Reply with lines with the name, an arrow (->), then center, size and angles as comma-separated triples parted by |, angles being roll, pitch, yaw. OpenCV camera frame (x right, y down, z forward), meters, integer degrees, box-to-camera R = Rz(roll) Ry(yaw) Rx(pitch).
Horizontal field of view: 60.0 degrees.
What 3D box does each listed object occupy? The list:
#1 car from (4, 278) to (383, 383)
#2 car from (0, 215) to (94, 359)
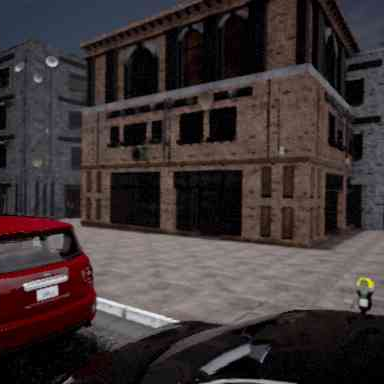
car -> 0.842, 1.566, 2.216 | 4.313, 1.339, 1.947 | 0, 1, 36
car -> -3.703, 1.312, 5.452 | 5.009, 1.841, 2.192 | 0, 1, 36
